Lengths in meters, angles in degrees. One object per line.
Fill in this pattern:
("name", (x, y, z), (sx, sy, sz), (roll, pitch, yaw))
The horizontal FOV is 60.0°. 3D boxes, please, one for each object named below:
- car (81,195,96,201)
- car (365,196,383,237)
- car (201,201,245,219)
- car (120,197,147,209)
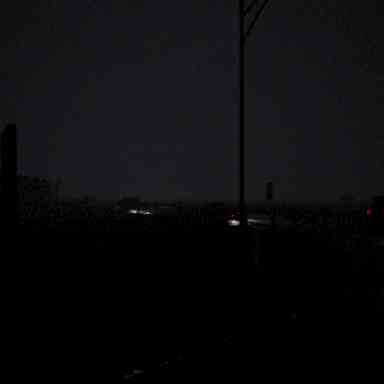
("car", (-20.869, 1.288, 67.003), (2.128, 1.511, 4.902), (-1, 1, -36))
("car", (11.237, 1.201, 15.706), (2.150, 2.045, 5.566), (-1, 0, -36))
("car", (2.566, 1.497, 27.824), (1.994, 1.385, 4.181), (-1, 1, -37))
("car", (-7.405, 1.363, 41.807), (1.882, 1.535, 5.008), (-1, 1, -35))
